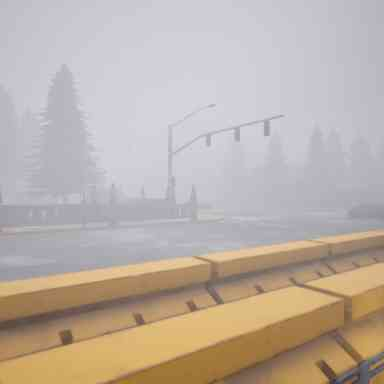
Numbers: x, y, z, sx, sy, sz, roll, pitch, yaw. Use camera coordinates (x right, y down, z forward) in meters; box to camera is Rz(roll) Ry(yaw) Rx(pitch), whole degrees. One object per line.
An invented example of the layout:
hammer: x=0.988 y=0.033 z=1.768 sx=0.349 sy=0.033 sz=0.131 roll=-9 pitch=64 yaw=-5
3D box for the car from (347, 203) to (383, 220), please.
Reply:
car: x=14.599 y=1.564 z=26.309 sx=4.181 sy=1.385 sz=1.994 roll=0 pitch=0 yaw=39

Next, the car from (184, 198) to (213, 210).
car: x=0.721 y=1.526 z=42.821 sx=1.812 sy=1.442 sz=4.674 roll=0 pitch=0 yaw=-36
